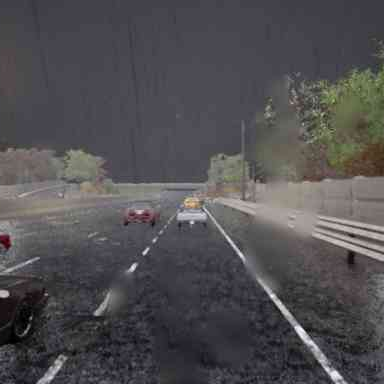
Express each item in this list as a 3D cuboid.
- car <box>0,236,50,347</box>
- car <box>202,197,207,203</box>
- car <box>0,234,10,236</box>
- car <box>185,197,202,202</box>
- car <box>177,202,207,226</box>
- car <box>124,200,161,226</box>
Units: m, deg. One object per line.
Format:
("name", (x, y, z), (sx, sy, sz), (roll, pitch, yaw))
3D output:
("car", (-3.398, 1.548, 3.349), (2.033, 1.411, 5.357), (0, 0, 0))
("car", (1.731, 1.706, 67.726), (1.994, 1.385, 4.181), (0, -1, 11))
("car", (-6.897, 1.604, 8.905), (1.895, 1.301, 4.718), (0, 0, 0))
("car", (0.024, 1.541, 47.222), (1.882, 1.535, 5.008), (0, 0, 0))
("car", (0.007, 1.620, 23.224), (1.895, 1.301, 4.718), (0, 0, 0))
("car", (-3.393, 1.372, 23.593), (2.097, 1.767, 4.553), (0, 0, 0))
